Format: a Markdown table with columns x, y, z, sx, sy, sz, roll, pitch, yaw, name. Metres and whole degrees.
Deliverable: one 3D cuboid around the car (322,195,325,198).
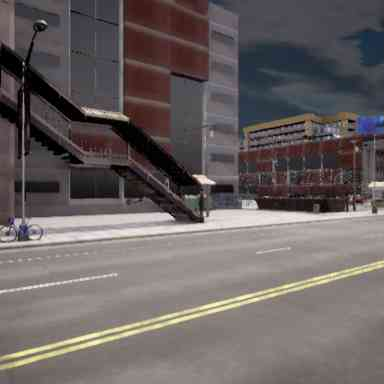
| x | y | z | sx | sy | sz | roll | pitch | yaw | name |
| --- | --- | --- | --- | --- | --- | --- | --- | --- | --- |
| 29.823 | 1.421 | 76.670 | 3.806 | 1.475 | 1.970 | 0 | 0 | -36 | car |
